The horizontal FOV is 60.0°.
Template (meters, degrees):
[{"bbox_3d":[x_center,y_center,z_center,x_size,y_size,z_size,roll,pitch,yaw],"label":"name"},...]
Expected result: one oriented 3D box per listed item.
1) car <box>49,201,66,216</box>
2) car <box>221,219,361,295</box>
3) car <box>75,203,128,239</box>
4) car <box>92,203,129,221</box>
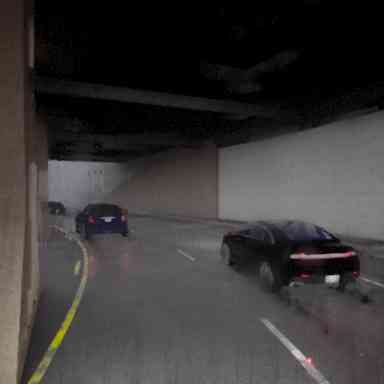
[{"bbox_3d":[-14.034,1.662,33.719,1.812,1.442,4.674,-1,0,-31],"label":"car"},{"bbox_3d":[2.206,1.470,8.794,2.128,1.511,4.902,0,0,-12],"label":"car"},{"bbox_3d":[-5.015,1.401,18.064,2.097,1.767,4.553,-1,0,-26],"label":"car"},{"bbox_3d":[-7.278,1.671,29.292,1.895,1.301,4.718,-1,0,-31],"label":"car"}]
